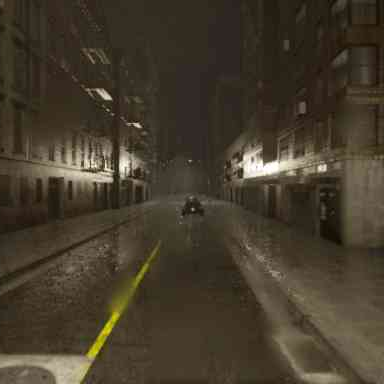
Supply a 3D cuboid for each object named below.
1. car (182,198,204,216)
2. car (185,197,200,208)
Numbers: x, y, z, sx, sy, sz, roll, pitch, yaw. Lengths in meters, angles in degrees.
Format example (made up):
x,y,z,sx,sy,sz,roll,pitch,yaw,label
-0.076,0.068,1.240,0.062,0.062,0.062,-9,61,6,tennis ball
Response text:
x,y,z,sx,sy,sz,roll,pitch,yaw,label
0.093,1.474,30.922,1.994,1.385,4.181,0,0,1,car
0.098,1.427,45.129,1.994,1.385,4.181,0,0,0,car
